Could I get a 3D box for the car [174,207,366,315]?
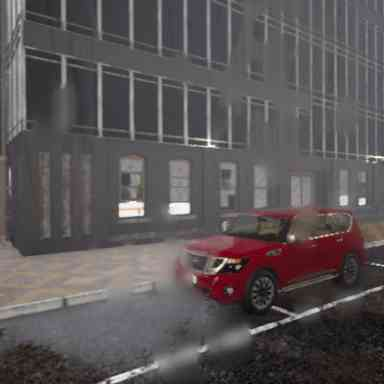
[{"bbox_3d":[2.046,1.304,7.725,5.009,1.841,2.192,0,0,-35],"label":"car"}]
